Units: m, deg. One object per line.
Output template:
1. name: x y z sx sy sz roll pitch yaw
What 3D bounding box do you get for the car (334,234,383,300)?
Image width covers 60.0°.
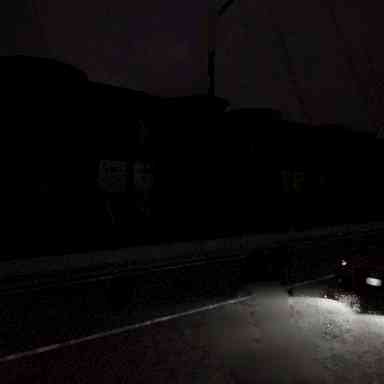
1. car: 5.146 1.564 7.615 4.181 1.385 1.994 0 0 -36
